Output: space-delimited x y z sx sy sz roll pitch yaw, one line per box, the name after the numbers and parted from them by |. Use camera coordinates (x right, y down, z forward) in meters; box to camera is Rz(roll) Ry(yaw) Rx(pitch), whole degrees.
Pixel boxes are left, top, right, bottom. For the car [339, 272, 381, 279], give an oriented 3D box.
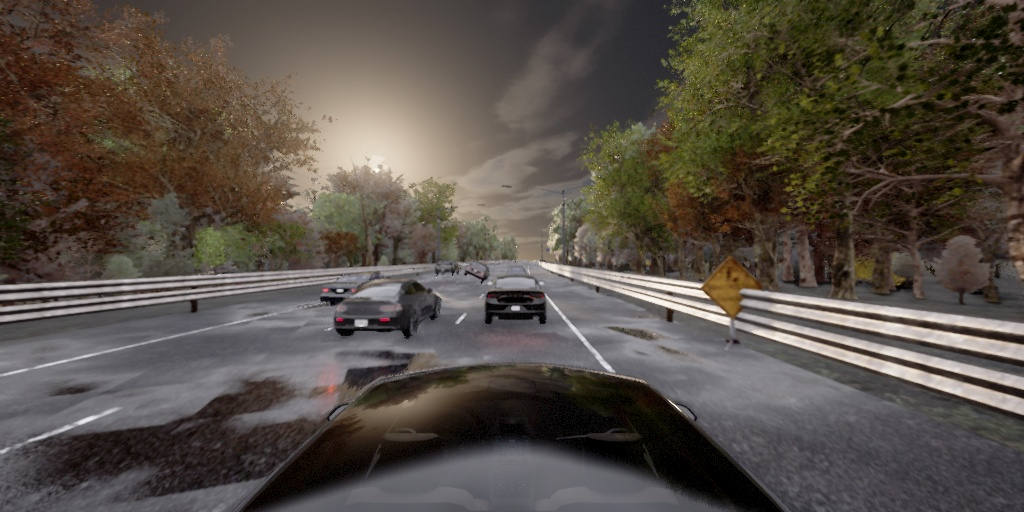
-6.830 1.461 16.814 2.033 1.411 5.357 0 -1 1 | car

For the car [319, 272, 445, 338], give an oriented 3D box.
-3.394 1.370 10.433 1.812 1.442 4.674 0 0 1 | car

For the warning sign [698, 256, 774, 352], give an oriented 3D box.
4.562 0.928 7.398 1.300 1.860 1.060 0 0 0 | warning sign

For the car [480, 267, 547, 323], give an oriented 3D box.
0.132 1.346 12.679 1.882 1.535 5.008 0 0 1 | car

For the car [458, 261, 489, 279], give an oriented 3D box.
-2.882 1.312 31.479 2.033 1.411 5.357 25 0 2 | car

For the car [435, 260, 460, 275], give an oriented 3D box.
-6.577 1.205 36.841 2.128 1.511 4.902 -3 -1 1 | car
